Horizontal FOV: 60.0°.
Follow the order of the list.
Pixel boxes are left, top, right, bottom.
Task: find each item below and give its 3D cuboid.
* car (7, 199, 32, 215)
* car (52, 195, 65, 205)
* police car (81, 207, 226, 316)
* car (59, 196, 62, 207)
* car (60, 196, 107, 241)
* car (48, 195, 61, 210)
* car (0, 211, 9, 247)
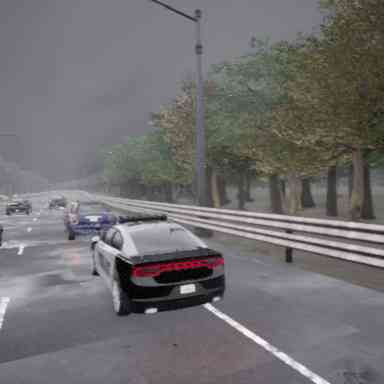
[{"bbox_3d":[-16.774,1.423,32.417,1.837,1.490,4.892,-2,1,-22],"label":"car"},{"bbox_3d":[-21.350,1.278,53.291,1.812,1.442,4.674,-1,1,-20],"label":"car"},{"bbox_3d":[-1.160,1.341,7.679,1.930,1.638,5.238,-2,1,-25],"label":"police car"},{"bbox_3d":[-7.632,1.319,22.130,1.801,1.575,5.366,-1,1,-23],"label":"car"},{"bbox_3d":[-5.173,1.236,16.519,2.097,1.767,4.553,-2,1,-24],"label":"car"},{"bbox_3d":[-16.513,1.314,40.824,1.837,1.490,4.892,-1,1,-21],"label":"car"},{"bbox_3d":[-7.950,1.602,11.848,1.895,1.301,4.718,-2,1,-24],"label":"car"}]
